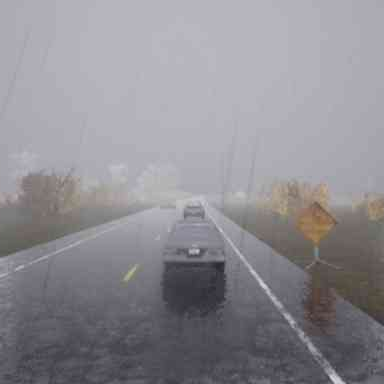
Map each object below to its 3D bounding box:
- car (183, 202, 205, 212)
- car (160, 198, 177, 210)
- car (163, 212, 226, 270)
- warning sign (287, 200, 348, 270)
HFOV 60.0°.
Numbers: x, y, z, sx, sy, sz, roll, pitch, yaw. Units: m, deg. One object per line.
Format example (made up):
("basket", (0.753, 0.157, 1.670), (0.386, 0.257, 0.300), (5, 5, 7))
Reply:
("car", (0.198, 1.678, 31.261), (2.128, 1.511, 4.902), (0, 0, 1))
("car", (-3.340, 1.635, 47.193), (2.097, 1.767, 4.553), (0, 0, 1))
("car", (0.084, 1.615, 11.185), (2.033, 1.411, 5.357), (0, 0, 1))
("warning sign", (3.543, 1.173, 9.527), (1.300, 1.860, 1.060), (-1, -2, 0))
